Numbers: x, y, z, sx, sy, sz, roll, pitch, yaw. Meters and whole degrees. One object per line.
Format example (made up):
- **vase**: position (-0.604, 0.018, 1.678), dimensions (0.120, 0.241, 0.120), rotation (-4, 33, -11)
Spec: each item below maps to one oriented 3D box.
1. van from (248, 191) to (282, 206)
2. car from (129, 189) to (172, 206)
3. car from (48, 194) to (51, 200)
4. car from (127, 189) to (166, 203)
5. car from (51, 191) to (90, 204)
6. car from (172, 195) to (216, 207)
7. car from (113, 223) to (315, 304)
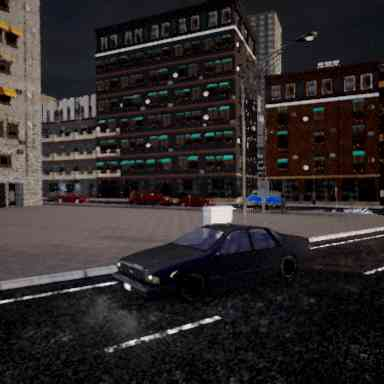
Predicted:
- **van**: position (9.040, 0.767, 40.949), dimensions (3.998, 1.788, 1.690), rotation (1, 0, 23)
- **car**: position (-4.710, 0.690, 37.732), dimensions (5.009, 1.841, 2.192), rotation (1, 0, 23)
- **car**: position (-17.693, 0.636, 46.154), dimensions (4.902, 1.511, 2.128), rotation (1, 1, 24)
- **car**: position (-6.486, 0.524, 47.613), dimensions (5.009, 1.841, 2.192), rotation (1, 0, 23)
- **car**: position (-15.070, 0.771, 42.177), dimensions (4.507, 1.381, 1.887), rotation (1, 0, 23)
- **car**: position (0.461, 1.029, 35.510), dimensions (4.206, 1.307, 1.802), rotation (1, 0, 23)
- **car**: position (0.846, 1.526, 8.323), dimensions (5.357, 1.411, 2.033), rotation (0, 0, -36)
